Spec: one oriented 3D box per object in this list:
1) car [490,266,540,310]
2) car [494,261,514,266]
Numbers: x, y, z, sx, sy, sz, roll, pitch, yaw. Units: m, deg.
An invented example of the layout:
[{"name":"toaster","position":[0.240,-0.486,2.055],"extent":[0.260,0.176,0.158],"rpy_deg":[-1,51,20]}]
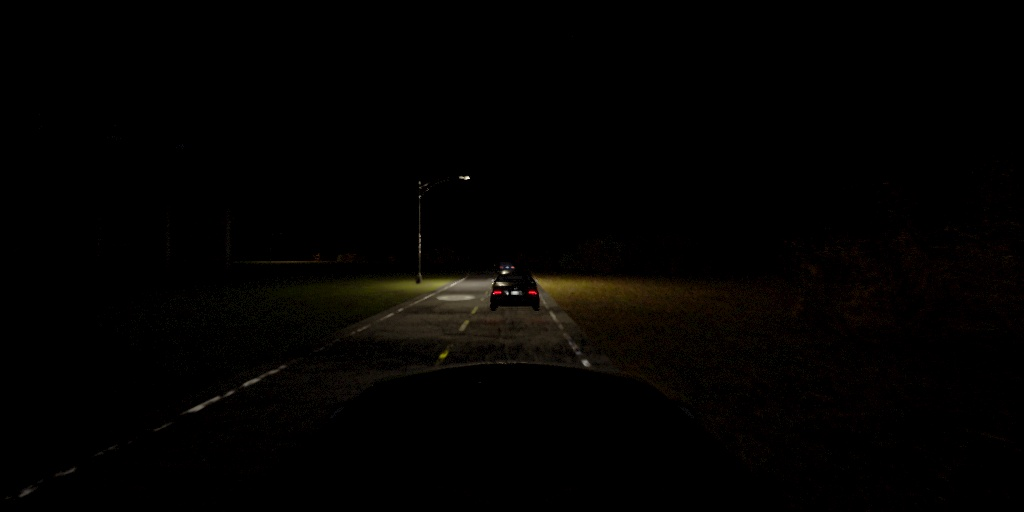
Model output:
[{"name":"car","position":[0.102,1.300,14.668],"extent":[2.033,1.411,5.357],"rpy_deg":[0,0,0]},{"name":"car","position":[-0.918,1.286,40.888],"extent":[2.033,1.411,5.357],"rpy_deg":[0,0,-9]}]
